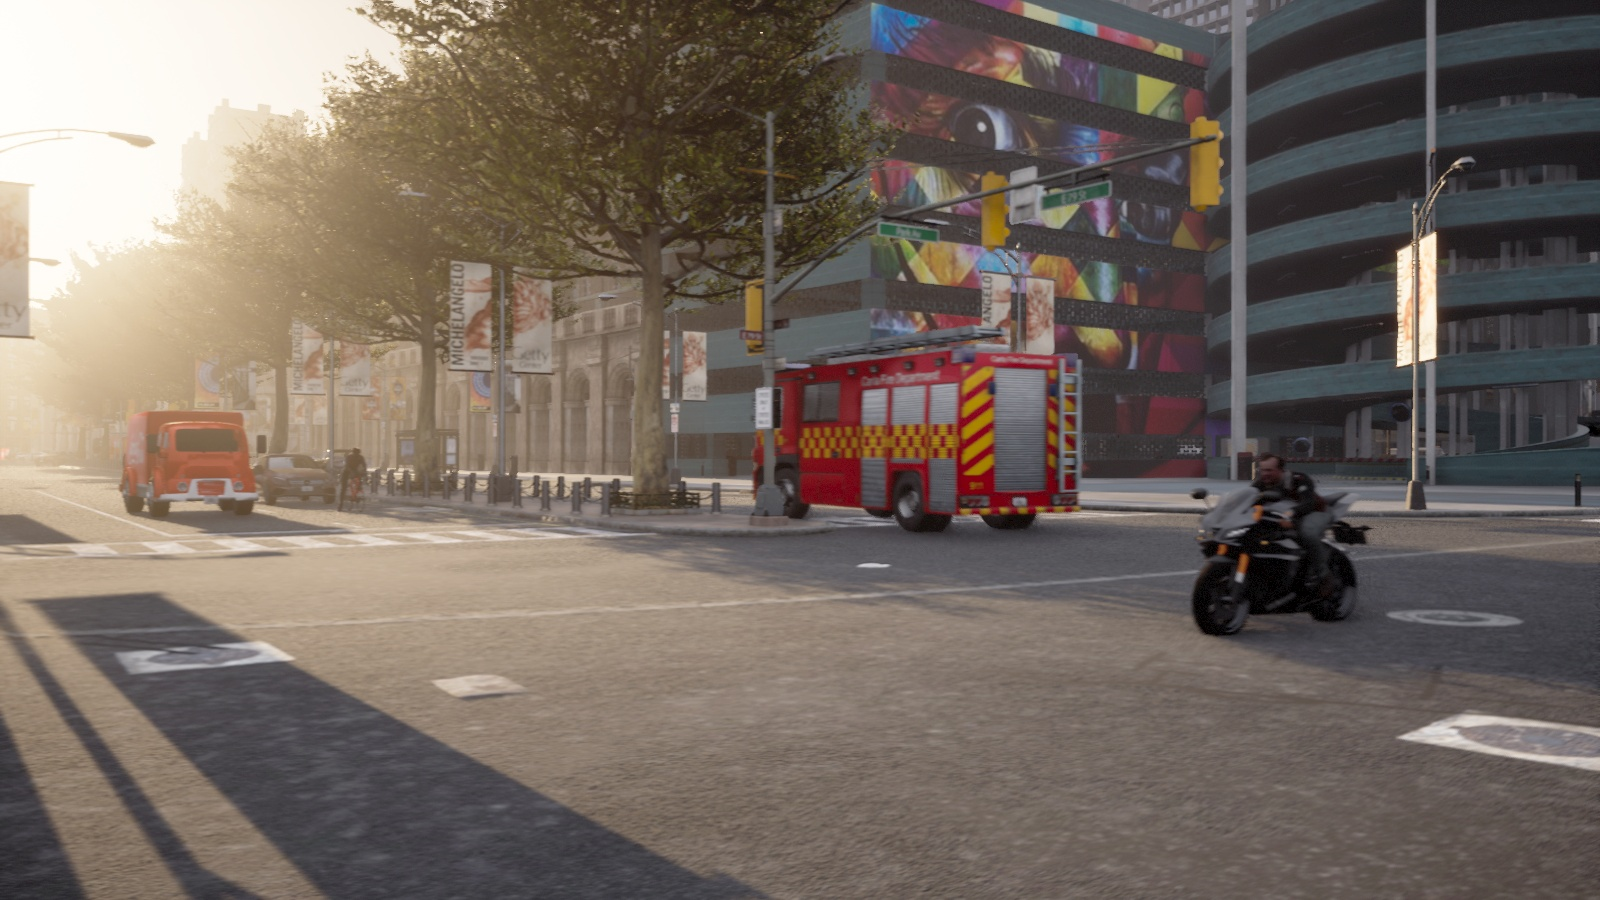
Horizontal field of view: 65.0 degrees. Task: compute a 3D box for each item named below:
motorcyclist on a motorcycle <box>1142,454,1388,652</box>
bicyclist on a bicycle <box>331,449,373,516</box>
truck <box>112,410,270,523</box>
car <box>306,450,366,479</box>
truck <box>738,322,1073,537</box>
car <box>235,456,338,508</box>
[{"bbox_3d":[3.984,0.798,10.696,2.191,1.530,0.866,0,0,-35],"label":"motorcyclist on a motorcycle"},{"bbox_3d":[-11.214,0.798,31.418,0.582,1.620,1.656,0,0,-35],"label":"bicyclist on a bicycle"},{"bbox_3d":[-14.808,0.364,30.362,2.627,2.467,5.204,0,0,-35],"label":"truck"},{"bbox_3d":[-27.624,0.831,74.719,2.242,1.667,4.611,0,0,-35],"label":"car"},{"bbox_3d":[1.843,-0.358,26.744,2.891,3.827,8.468,0,0,-29],"label":"truck"},{"bbox_3d":[-15.173,0.893,36.972,1.812,1.442,4.674,0,0,-35],"label":"car"}]
